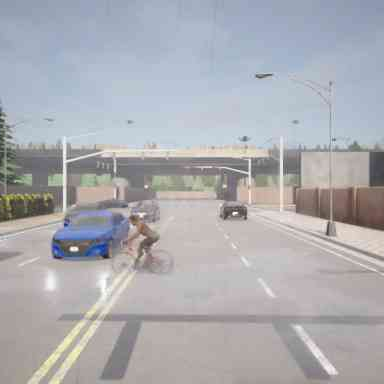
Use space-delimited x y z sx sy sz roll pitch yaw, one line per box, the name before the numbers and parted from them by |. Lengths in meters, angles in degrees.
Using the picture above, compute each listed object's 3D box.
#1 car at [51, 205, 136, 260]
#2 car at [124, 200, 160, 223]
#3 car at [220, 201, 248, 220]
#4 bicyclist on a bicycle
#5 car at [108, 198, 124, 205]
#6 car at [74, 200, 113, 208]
car | -3.609 1.478 12.672 1.882 1.535 5.008 0 0 0
car | -3.547 1.492 25.837 2.128 1.511 4.902 0 0 0
car | 3.449 1.478 28.108 1.882 1.535 5.008 0 0 0
bicyclist on a bicycle | -1.353 1.455 8.898 1.656 1.620 0.582 -2 0 0
car | -10.814 1.534 45.724 4.181 1.385 1.994 0 0 18
car | -7.075 1.507 22.597 1.837 1.490 4.892 0 -1 0
